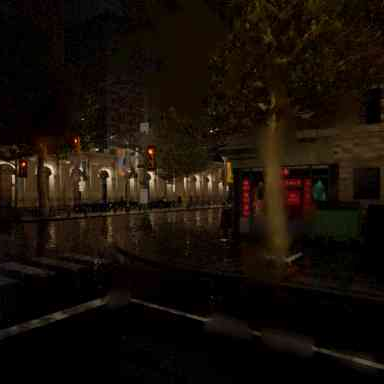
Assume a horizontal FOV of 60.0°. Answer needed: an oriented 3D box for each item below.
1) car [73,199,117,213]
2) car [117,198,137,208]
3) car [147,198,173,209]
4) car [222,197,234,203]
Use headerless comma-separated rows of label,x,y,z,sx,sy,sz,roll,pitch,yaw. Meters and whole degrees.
car,-10.713,1.564,35.917,1.994,1.385,4.181,0,0,36
car,-10.252,1.595,47.928,1.895,1.301,4.718,0,0,36
car,-4.405,1.564,44.661,1.994,1.385,4.181,0,0,36
car,7.649,1.548,61.248,2.033,1.411,5.357,0,0,36
